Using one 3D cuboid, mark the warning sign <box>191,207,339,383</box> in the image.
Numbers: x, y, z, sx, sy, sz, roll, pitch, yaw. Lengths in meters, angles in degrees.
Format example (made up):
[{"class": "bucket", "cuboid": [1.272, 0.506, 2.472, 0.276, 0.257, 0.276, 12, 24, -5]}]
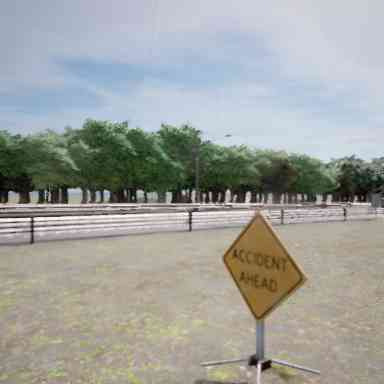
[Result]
[{"class": "warning sign", "cuboid": [0.803, 1.148, 3.880, 1.060, 1.860, 1.300, 0, 0, -35]}]
